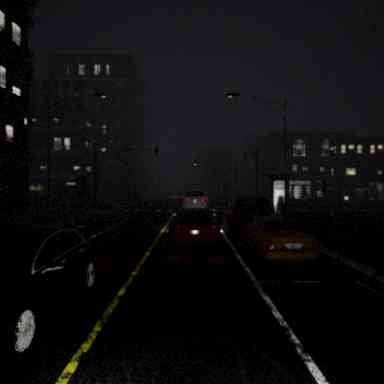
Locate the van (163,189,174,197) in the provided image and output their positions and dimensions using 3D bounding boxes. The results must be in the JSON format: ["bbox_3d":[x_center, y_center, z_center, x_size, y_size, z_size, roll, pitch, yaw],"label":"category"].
[{"bbox_3d":[-5.691,0.254,77.045,1.690,1.788,3.998,0,1,0],"label":"van"}]

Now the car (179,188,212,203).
[{"bbox_3d":[0.465,0.770,30.279,2.150,2.045,5.566,0,1,5],"label":"car"}]

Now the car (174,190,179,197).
[{"bbox_3d":[-2.999,0.245,78.858,2.097,1.767,4.553,0,1,0],"label":"car"}]

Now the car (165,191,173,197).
[{"bbox_3d":[-5.690,0.422,82.745,1.802,1.307,4.206,0,1,0],"label":"car"}]

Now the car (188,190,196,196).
[{"bbox_3d":[0.002,0.259,86.726,1.882,1.535,5.008,0,1,0],"label":"car"}]

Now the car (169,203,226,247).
[{"bbox_3d":[0.101,1.357,13.817,1.994,1.385,4.181,0,1,0],"label":"car"}]

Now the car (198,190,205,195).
[{"bbox_3d":[2.690,0.139,94.134,1.967,1.590,4.097,0,1,0],"label":"car"}]

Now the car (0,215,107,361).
[{"bbox_3d":[-3.099,1.416,5.851,1.837,1.490,4.892,0,1,0],"label":"car"}]

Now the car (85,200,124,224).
[{"bbox_3d":[-5.691,1.199,21.840,1.752,1.417,4.829,0,1,0],"label":"car"}]

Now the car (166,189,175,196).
[{"bbox_3d":[-5.690,0.084,88.437,2.192,1.841,5.009,0,1,0],"label":"car"}]

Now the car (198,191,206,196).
[{"bbox_3d":[2.691,0.320,88.439,2.008,1.369,4.403,0,1,0],"label":"car"}]

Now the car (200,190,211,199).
[{"bbox_3d":[2.691,0.503,65.652,1.967,1.590,4.097,0,1,0],"label":"car"}]

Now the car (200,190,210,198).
[{"bbox_3d":[2.690,0.428,71.348,1.967,1.590,4.097,0,1,0],"label":"car"}]

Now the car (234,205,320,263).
[{"bbox_3d":[2.690,1.358,11.101,1.752,1.417,4.829,0,1,0],"label":"car"}]

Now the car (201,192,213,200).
[{"bbox_3d":[2.691,0.689,59.957,2.008,1.369,4.403,0,1,0],"label":"car"}]

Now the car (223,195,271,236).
[{"bbox_3d":[2.691,1.068,16.467,2.192,1.841,5.009,0,1,0],"label":"car"}]

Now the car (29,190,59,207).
[{"bbox_3d":[-17.272,0.724,36.238,5.009,1.841,2.192,0,1,0],"label":"car"}]
